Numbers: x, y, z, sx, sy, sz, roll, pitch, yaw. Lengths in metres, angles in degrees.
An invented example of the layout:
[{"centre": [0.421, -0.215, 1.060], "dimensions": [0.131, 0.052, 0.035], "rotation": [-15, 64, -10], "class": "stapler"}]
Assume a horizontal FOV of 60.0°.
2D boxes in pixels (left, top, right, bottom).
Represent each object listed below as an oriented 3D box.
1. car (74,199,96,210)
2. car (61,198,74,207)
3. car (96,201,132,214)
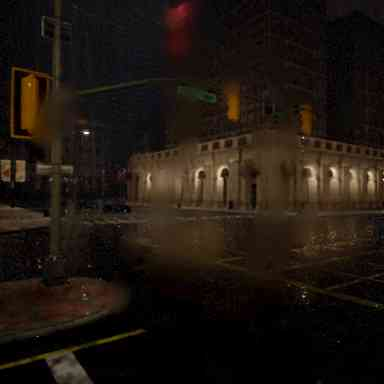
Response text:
[{"centre": [-14.404, 1.684, 46.185], "dimensions": [1.812, 1.442, 4.674], "rotation": [1, 0, -35], "class": "car"}, {"centre": [-20.204, 1.685, 54.455], "dimensions": [1.812, 1.442, 4.674], "rotation": [1, 0, -35], "class": "car"}, {"centre": [-8.803, 1.705, 38.352], "dimensions": [2.033, 1.411, 5.357], "rotation": [1, 0, -36], "class": "car"}]
